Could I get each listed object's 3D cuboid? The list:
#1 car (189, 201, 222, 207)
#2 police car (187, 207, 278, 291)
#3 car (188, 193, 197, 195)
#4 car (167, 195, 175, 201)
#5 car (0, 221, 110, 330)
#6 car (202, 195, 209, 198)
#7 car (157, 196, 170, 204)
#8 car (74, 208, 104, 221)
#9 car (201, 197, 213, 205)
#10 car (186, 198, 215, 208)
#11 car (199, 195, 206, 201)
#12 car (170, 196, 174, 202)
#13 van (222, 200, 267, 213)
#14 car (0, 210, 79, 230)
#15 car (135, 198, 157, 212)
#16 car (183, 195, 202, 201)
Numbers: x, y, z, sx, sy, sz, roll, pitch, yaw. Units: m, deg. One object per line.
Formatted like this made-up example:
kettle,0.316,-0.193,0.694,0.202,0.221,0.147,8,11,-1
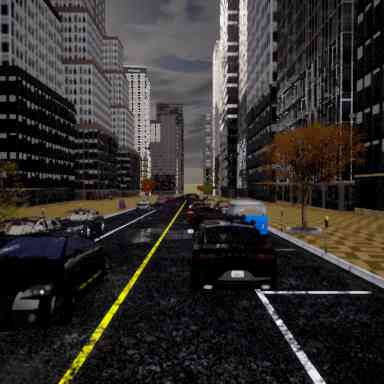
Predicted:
car,0.910,1.501,19.064,1.837,1.490,4.892,0,0,0
police car,0.905,1.422,9.174,1.930,1.638,5.238,0,0,0
car,0.031,1.231,60.848,2.150,2.045,5.566,0,0,0
car,-5.656,1.618,90.066,1.802,1.307,4.206,-1,0,0
car,-3.095,1.561,6.938,1.994,1.385,4.181,0,0,0
car,2.704,1.530,50.858,1.752,1.417,4.829,-1,0,0
car,-5.672,1.451,61.942,1.967,1.590,4.097,-1,0,0
car,-5.693,1.547,16.942,2.008,1.369,4.403,-1,0,0
car,2.710,1.577,61.937,1.947,1.339,4.313,-1,0,0
car,0.775,1.476,25.101,1.882,1.535,5.008,0,0,3
car,2.724,1.562,90.231,1.752,1.417,4.829,-1,0,0
car,-5.662,1.569,78.817,1.887,1.381,4.507,-1,0,0
van,2.683,1.337,16.938,1.690,1.788,3.998,-1,0,0
car,-5.696,1.548,11.317,2.008,1.369,4.403,-1,0,0
car,-5.682,1.550,39.441,2.008,1.369,4.403,-1,0,0
car,0.056,1.507,46.829,1.837,1.490,4.892,0,0,1
